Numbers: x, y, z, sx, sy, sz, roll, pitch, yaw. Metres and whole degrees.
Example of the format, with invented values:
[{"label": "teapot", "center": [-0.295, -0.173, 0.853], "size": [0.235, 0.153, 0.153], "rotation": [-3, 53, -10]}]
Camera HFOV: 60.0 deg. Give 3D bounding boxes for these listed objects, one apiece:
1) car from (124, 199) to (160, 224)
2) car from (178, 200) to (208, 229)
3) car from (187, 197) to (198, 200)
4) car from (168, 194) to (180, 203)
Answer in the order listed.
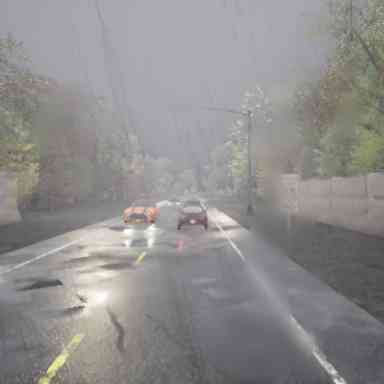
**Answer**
[{"label": "car", "center": [-3.594, 1.327, 24.413], "size": [2.097, 1.767, 4.553], "rotation": [1, 0, 0]}, {"label": "car", "center": [0.059, 1.504, 21.261], "size": [1.812, 1.442, 4.674], "rotation": [0, 0, 0]}, {"label": "car", "center": [0.089, 1.451, 41.635], "size": [1.837, 1.490, 4.892], "rotation": [0, 0, 0]}, {"label": "car", "center": [-3.520, 1.232, 65.596], "size": [2.097, 1.767, 4.553], "rotation": [0, 0, 0]}]
